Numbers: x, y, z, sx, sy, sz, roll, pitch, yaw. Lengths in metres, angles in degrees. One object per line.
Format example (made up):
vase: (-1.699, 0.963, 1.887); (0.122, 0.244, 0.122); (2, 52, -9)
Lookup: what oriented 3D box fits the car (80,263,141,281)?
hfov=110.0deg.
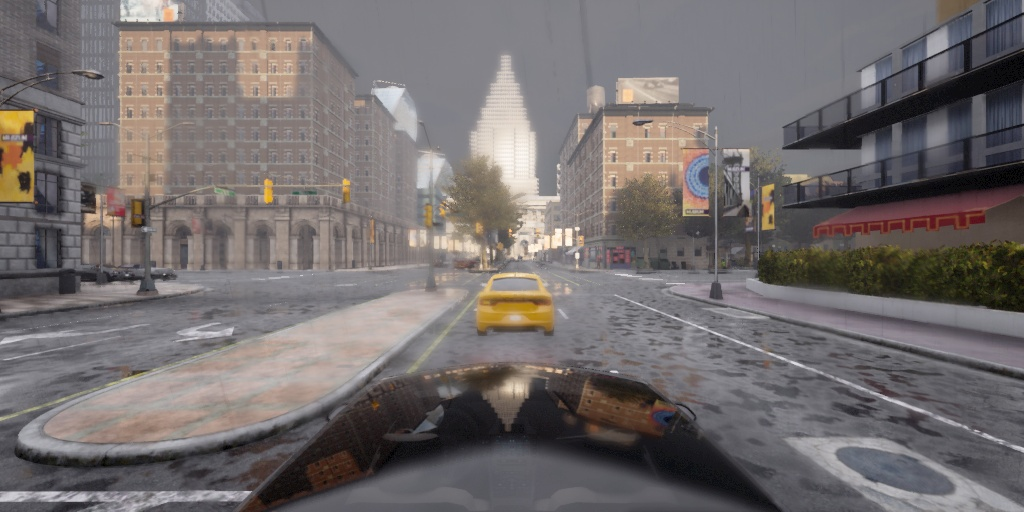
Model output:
car: (-33.416, 1.276, 28.953); (4.674, 1.442, 1.812); (0, 0, 0)

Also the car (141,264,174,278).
car: (-33.668, 1.351, 32.451); (4.718, 1.301, 1.895); (0, 0, 0)

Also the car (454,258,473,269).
car: (-8.008, 1.102, 57.916); (2.097, 1.767, 4.553); (0, 0, 0)

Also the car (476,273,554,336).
car: (0.092, 1.228, 10.455); (1.882, 1.535, 5.008); (0, 0, 0)
